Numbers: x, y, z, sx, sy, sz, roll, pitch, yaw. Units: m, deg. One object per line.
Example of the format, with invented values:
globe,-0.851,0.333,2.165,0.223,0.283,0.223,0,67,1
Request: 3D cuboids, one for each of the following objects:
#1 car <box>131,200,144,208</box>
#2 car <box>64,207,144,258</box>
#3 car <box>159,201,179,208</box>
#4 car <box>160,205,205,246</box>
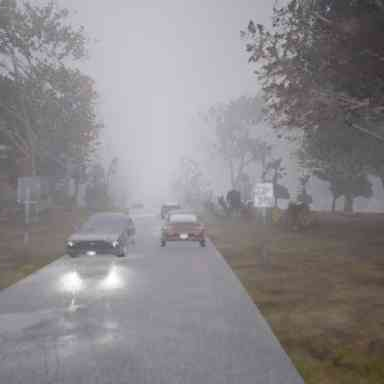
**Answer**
car,-8.895,1.980,54.294,2.033,1.411,5.357,2,-1,-12
car,-3.259,1.534,12.995,2.033,1.411,5.357,1,0,-3
car,-2.119,1.620,32.282,1.882,1.535,5.008,1,-1,-7
car,-0.450,1.548,15.221,1.812,1.442,4.674,1,0,-3
